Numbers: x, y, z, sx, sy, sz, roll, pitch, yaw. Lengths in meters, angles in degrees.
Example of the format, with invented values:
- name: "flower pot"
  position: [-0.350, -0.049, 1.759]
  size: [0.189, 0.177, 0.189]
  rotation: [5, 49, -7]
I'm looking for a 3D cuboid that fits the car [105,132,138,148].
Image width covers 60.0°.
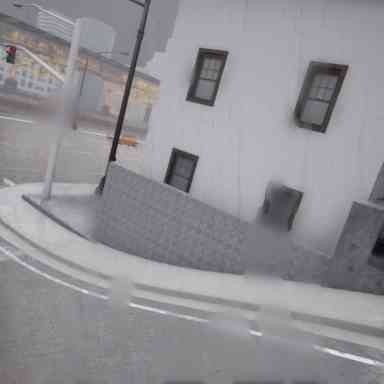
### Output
- name: "car"
  position: [-9.406, -7.259, 44.806]
  size: [2.097, 1.767, 4.553]
  rotation: [24, 13, 35]
